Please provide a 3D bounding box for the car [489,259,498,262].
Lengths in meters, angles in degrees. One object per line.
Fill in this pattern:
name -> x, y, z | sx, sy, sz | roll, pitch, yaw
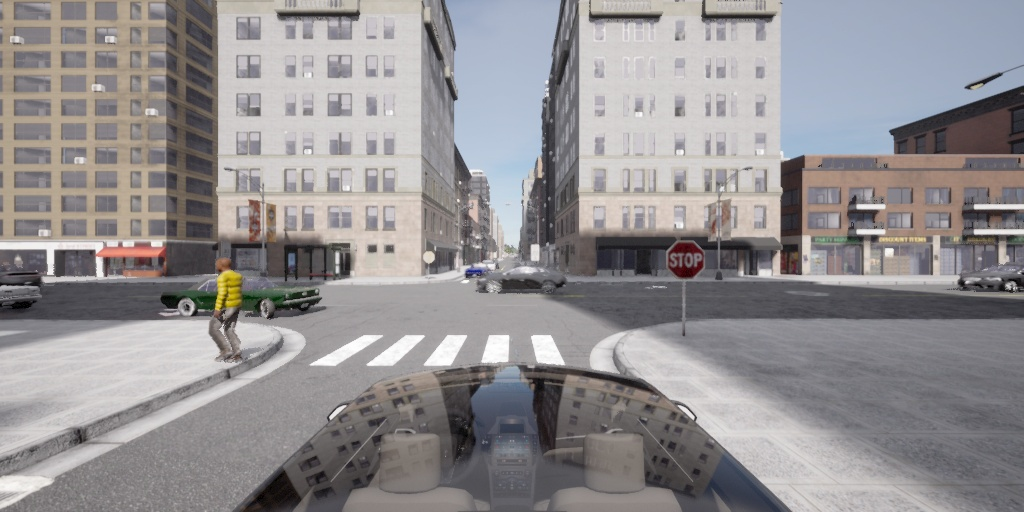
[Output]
car -> -2.969, 1.291, 43.606 | 1.812, 1.442, 4.674 | 0, 0, 0

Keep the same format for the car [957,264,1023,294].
car -> 27.427, 1.201, 19.543 | 4.902, 1.511, 2.128 | 0, 0, 0

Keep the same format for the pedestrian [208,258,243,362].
pedestrian -> -4.894, 0.891, 6.180 | 0.375, 1.860, 0.375 | 0, 0, 0

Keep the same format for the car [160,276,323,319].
car -> -9.235, 1.368, 12.470 | 4.718, 1.301, 1.895 | 0, 0, 7

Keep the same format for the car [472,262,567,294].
car -> 0.535, 1.238, 19.564 | 4.902, 1.511, 2.128 | 0, 0, 0

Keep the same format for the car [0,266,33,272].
car -> -28.872, 1.288, 19.582 | 4.902, 1.511, 2.128 | 0, 0, 0

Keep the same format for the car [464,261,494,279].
car -> -3.103, 1.360, 32.830 | 1.895, 1.301, 4.718 | 0, 0, 3

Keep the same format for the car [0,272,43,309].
car -> -20.241, 1.386, 12.873 | 4.718, 1.301, 1.895 | 0, 0, 0
